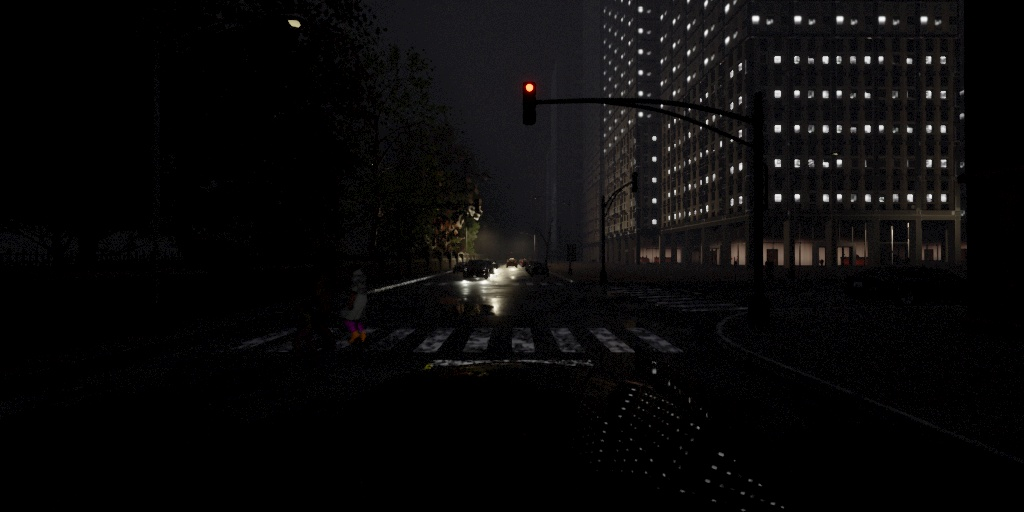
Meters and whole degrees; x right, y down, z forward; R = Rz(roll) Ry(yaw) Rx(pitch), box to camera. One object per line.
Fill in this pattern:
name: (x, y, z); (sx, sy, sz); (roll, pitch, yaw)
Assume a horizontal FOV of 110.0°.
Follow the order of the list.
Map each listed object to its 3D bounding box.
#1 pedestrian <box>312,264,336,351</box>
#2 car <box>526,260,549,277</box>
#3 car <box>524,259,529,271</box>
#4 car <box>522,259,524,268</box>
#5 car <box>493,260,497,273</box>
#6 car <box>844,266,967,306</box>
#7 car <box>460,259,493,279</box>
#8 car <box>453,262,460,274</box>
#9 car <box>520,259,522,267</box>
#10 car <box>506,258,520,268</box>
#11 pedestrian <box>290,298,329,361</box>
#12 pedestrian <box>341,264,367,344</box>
pedestrian: (-3.966, 1.043, 7.493); (0.375, 1.860, 0.375); (0, 0, 0)
car: (2.679, 1.330, 35.642); (1.948, 1.339, 4.313); (0, 0, 0)
car: (2.678, 1.334, 41.274); (1.948, 1.339, 4.313); (0, 0, 0)
car: (2.676, 1.339, 46.907); (1.948, 1.339, 4.313); (0, 0, 0)
car: (-3.108, 1.274, 42.103); (1.837, 1.490, 4.892); (0, 0, 0)
car: (14.681, 1.026, 13.062); (4.313, 1.339, 1.948); (0, 0, 0)
car: (-3.105, 1.114, 32.124); (2.097, 1.767, 4.553); (0, 0, 0)
car: (-5.703, 1.350, 41.272); (1.802, 1.307, 4.207); (0, 0, 0)
car: (2.673, 1.337, 63.804); (1.888, 1.381, 4.507); (0, 0, 0)
car: (-0.017, 1.267, 62.094); (1.882, 1.535, 5.008); (0, 0, 0)
pedestrian: (-3.918, 1.425, 6.829); (0.500, 1.100, 0.500); (0, 0, 0)
pedestrian: (-3.567, 1.043, 8.197); (0.375, 1.860, 0.375); (0, 0, 0)
